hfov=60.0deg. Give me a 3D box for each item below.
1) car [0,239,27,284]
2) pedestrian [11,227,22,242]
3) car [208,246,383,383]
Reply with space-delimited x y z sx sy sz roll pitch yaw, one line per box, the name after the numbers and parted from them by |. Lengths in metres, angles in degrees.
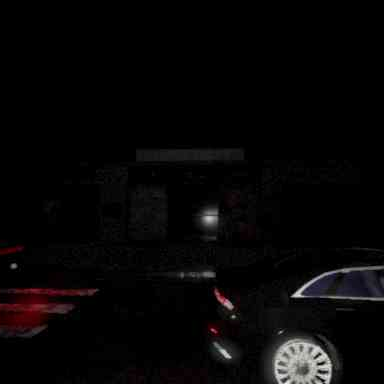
-6.691 1.627 8.111 5.008 1.535 1.882 -1 -2 5 | car
-5.773 1.742 10.955 0.500 1.100 0.500 0 -1 5 | pedestrian
2.656 1.513 4.367 4.902 1.511 2.128 0 0 5 | car
